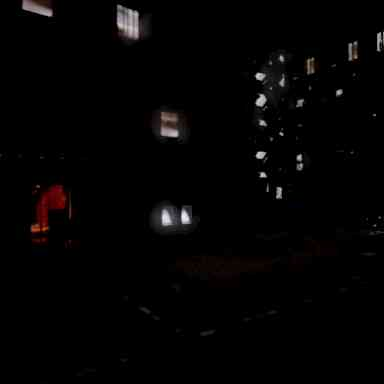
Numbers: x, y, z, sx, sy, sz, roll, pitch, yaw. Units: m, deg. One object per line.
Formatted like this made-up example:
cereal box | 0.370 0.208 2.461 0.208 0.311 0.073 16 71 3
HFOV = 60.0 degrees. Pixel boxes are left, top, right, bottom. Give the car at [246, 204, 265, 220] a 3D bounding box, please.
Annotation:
car | 3.298 1.410 23.758 1.967 1.590 4.097 -1 0 -36

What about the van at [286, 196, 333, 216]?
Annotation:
van | 10.079 1.236 28.681 1.690 1.788 3.998 -1 0 -36

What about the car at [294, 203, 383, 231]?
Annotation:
car | 8.996 1.570 20.510 1.895 1.301 4.718 -1 1 -36

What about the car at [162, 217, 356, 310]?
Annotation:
car | 1.629 1.514 7.755 4.829 1.417 1.752 0 0 -36
